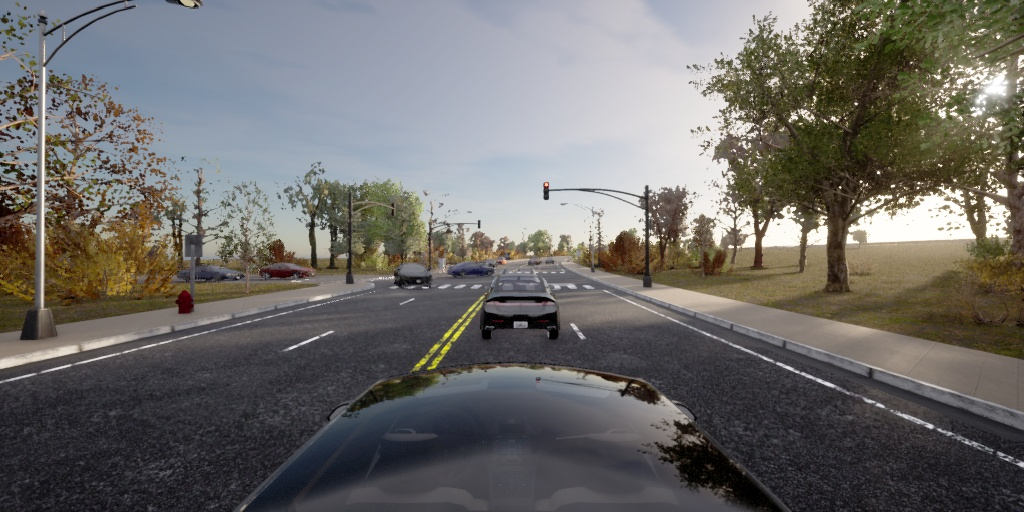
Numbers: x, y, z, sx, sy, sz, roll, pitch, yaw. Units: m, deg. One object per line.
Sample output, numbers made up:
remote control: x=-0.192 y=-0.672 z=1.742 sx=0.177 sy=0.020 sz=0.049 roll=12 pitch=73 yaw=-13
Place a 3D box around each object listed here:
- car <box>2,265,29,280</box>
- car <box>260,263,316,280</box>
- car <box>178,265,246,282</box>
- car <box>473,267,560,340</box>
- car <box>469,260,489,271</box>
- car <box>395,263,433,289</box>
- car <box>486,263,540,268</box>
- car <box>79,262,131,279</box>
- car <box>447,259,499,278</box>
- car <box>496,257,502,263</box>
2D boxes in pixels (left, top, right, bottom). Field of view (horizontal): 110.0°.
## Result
car: x=-50.155 y=1.422 z=35.485 sx=5.566 sy=2.045 sz=2.150 roll=-1 pitch=-1 yaw=11
car: x=-20.858 y=1.410 z=33.495 sx=5.008 sy=1.535 sz=1.882 roll=-1 pitch=-1 yaw=10
car: x=-26.041 y=1.502 z=31.117 sx=5.357 sy=1.411 sz=2.033 roll=-1 pitch=-1 yaw=10
car: x=0.199 y=1.242 z=10.011 sx=2.128 sy=1.511 sz=4.902 roll=0 pitch=0 yaw=0
car: x=-4.493 y=1.303 z=49.832 sx=1.895 sy=1.301 sz=4.718 roll=0 pitch=0 yaw=6
car: x=-6.506 y=1.212 z=23.479 sx=1.882 sy=1.535 sz=5.008 roll=1 pitch=0 yaw=-24
car: x=0.291 y=1.241 z=15.340 sx=2.128 sy=1.511 sz=4.902 roll=0 pitch=0 yaw=2
car: x=-43.086 y=1.383 z=37.480 sx=5.566 sy=2.045 sz=2.150 roll=0 pitch=-1 yaw=10
car: x=-3.947 y=1.317 z=34.756 sx=4.674 sy=1.442 sz=1.812 roll=0 pitch=0 yaw=-31
car: x=-3.545 y=1.227 z=60.357 sx=2.033 sy=1.411 sz=5.357 roll=0 pitch=0 yaw=6
